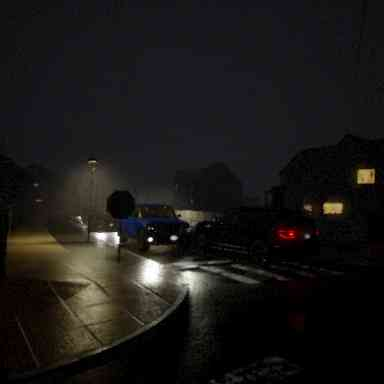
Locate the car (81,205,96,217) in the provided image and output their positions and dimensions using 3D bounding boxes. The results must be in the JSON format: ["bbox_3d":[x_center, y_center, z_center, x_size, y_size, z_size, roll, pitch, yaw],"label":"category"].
[{"bbox_3d":[-14.381,2.654,46.531,1.837,1.490,4.892,3,-3,-16],"label":"car"}]

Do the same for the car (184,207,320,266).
[{"bbox_3d":[2.300,1.615,13.285,2.150,2.045,5.566,3,-3,-36],"label":"car"}]

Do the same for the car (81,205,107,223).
[{"bbox_3d":[-10.340,2.381,34.267,2.033,1.411,5.357,4,-3,-21],"label":"car"}]

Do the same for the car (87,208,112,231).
[{"bbox_3d":[-6.358,2.146,24.852,1.994,1.385,4.181,4,-3,-23],"label":"car"}]

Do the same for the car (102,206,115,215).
[{"bbox_3d":[-14.043,3.136,56.383,1.895,1.301,4.718,3,-2,-12],"label":"car"}]

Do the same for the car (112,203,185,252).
[{"bbox_3d":[-1.943,1.559,15.866,2.150,2.045,5.566,4,-3,-26],"label":"car"}]

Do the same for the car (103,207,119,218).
[{"bbox_3d":[-11.415,2.888,46.554,1.895,1.301,4.718,3,-2,-16],"label":"car"}]
